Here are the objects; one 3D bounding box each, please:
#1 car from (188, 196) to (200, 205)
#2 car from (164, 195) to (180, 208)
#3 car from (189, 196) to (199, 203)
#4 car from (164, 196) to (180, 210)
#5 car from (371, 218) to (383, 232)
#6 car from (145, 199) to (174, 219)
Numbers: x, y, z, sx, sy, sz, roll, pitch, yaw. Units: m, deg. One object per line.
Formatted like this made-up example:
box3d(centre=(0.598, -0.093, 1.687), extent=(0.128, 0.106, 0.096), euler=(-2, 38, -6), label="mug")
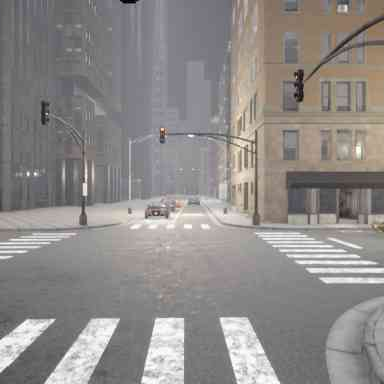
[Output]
box3d(centre=(0.336, 1.573, 57.821), extent=(1.994, 1.385, 4.181), euler=(0, 0, -1), label="car")
box3d(centre=(-2.886, 1.368, 49.167), extent=(2.097, 1.767, 4.553), euler=(0, 0, 0), label="car")
box3d(centre=(0.376, 1.545, 69.892), extent=(1.994, 1.385, 4.181), euler=(0, 0, 0), label="car")
box3d(centre=(-2.932, 1.505, 39.268), extent=(2.128, 1.511, 4.902), euler=(0, 0, 0), label="car")
box3d(centre=(12.186, 1.519, 17.717), extent=(4.829, 1.417, 1.752), euler=(0, 0, -1), label="car")
box3d(centre=(-2.978, 1.573, 29.414), extent=(1.994, 1.385, 4.181), euler=(0, 0, 0), label="car")
